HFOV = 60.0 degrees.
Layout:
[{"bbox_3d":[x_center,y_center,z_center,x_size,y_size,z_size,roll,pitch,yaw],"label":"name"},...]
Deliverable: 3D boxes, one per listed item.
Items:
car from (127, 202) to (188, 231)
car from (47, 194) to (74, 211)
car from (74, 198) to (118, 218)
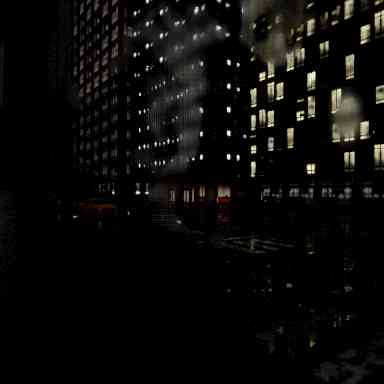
[{"bbox_3d":[-2.148,1.344,19.821,2.128,1.511,4.902,0,0,-37],"label":"car"},{"bbox_3d":[-14.007,1.039,35.795,2.097,1.767,4.553,0,0,-36],"label":"car"},{"bbox_3d":[-7.774,1.254,27.392,1.882,1.535,5.008,0,0,-36],"label":"car"}]
